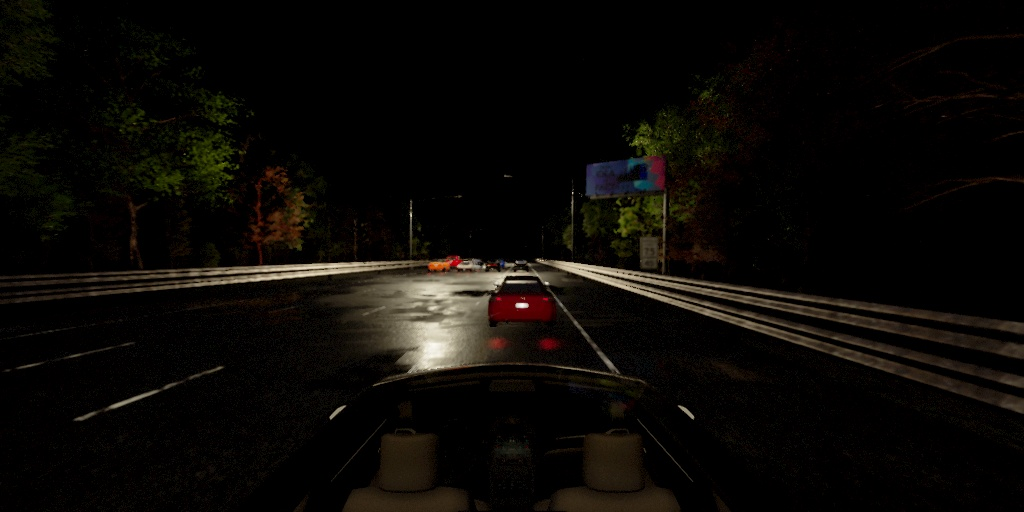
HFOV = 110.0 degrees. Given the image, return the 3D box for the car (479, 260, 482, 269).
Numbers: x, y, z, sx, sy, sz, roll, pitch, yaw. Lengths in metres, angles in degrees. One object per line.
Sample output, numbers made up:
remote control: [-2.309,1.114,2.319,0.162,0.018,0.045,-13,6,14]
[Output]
car: [-5.531,1.286,56.306,2.128,1.511,4.902,0,0,2]

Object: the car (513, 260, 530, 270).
car: [1.166,1.282,45.687,2.128,1.511,4.902,0,0,2]

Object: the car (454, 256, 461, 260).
car: [-9.029,1.009,56.437,2.150,2.045,5.566,0,0,2]

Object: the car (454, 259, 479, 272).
car: [-5.818,1.378,46.334,1.895,1.301,4.718,0,0,2]

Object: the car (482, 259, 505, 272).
car: [-2.332,1.288,45.788,1.837,1.490,4.892,0,0,2]

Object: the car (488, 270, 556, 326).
car: [0.318,1.323,11.794,1.994,1.385,4.181,0,0,1]

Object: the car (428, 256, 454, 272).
car: [-9.318,1.122,46.375,2.097,1.767,4.553,0,0,2]
